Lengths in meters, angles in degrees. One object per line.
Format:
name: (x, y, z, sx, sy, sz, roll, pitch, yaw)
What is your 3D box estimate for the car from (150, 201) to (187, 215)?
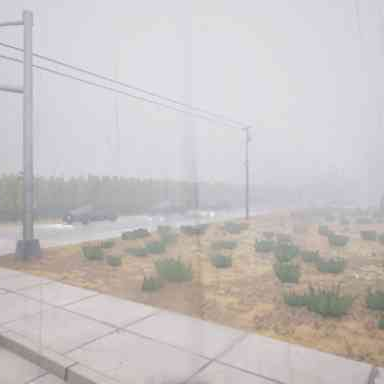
car: (-2.296, 1.616, 33.581, 1.812, 1.442, 4.674, 0, 0, 32)

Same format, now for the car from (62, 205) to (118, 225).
car: (-7.637, 1.653, 25.245, 1.994, 1.385, 4.181, 0, 0, 33)

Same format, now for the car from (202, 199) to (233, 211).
car: (3.314, 1.639, 42.374, 2.033, 1.411, 5.357, 0, 0, 33)
